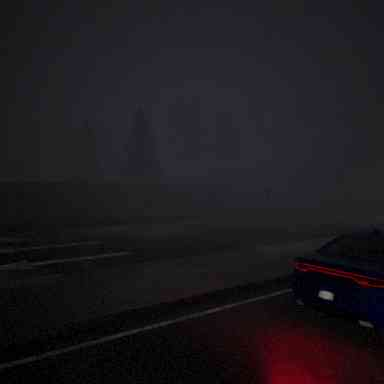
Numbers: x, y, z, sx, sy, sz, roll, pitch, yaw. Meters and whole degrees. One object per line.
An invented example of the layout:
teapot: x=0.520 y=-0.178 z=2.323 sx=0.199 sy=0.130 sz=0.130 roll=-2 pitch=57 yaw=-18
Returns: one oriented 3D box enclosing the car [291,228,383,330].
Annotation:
car: x=4.133 y=1.477 z=6.694 sx=5.008 sy=1.535 sz=1.882 roll=0 pitch=0 yaw=-35
